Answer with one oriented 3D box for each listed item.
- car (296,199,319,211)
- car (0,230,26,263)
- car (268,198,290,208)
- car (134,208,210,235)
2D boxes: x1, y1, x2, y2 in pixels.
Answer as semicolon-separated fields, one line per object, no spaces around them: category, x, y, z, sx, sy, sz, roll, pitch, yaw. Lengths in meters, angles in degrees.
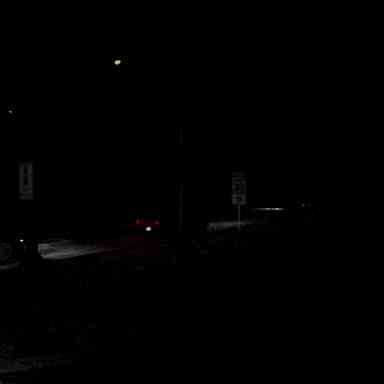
car;14.064;1.543;39.673;2.033;1.411;5.357;-1;0;35
car;-7.348;1.523;9.487;1.837;1.490;4.892;-1;0;35
car;12.883;1.596;49.240;1.812;1.442;4.674;-1;-1;35
car;-0.911;1.559;18.561;1.895;1.301;4.718;-1;0;35
